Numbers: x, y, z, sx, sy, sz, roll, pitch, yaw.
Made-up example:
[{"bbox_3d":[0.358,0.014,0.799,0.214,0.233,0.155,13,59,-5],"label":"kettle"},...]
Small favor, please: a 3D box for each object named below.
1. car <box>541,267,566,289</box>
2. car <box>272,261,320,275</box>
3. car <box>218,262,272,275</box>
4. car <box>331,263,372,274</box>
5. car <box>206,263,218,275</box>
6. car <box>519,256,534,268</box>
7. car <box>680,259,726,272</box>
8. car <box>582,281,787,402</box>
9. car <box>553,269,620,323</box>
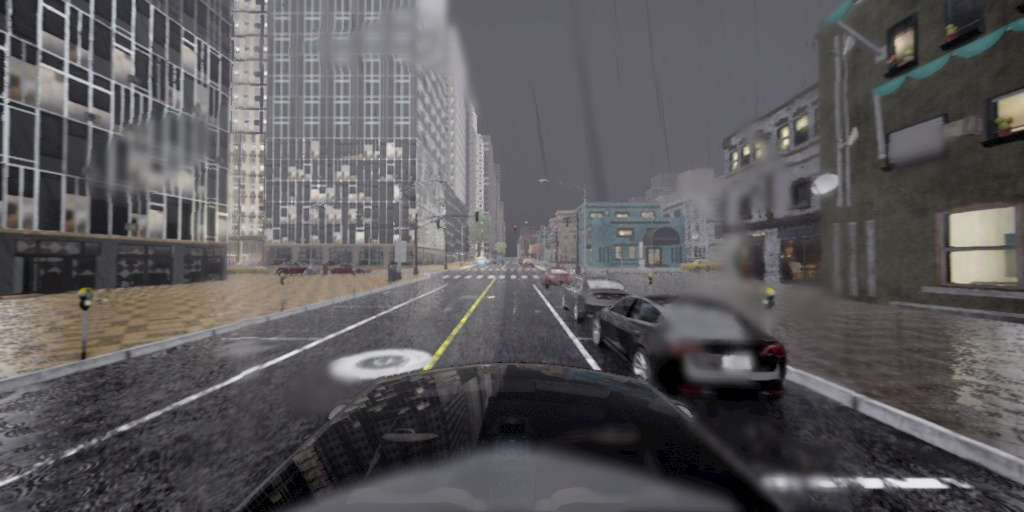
[{"bbox_3d":[2.814,1.330,22.798,1.802,1.307,4.207,0,0,0],"label":"car"},{"bbox_3d":[-23.105,1.317,38.975,4.097,1.591,1.967,0,0,1],"label":"car"},{"bbox_3d":[-28.618,1.457,39.028,4.829,1.417,1.751,0,0,1],"label":"car"},{"bbox_3d":[-17.421,1.405,38.921,4.207,1.307,1.802,0,0,1],"label":"car"},{"bbox_3d":[-33.201,1.516,41.775,4.902,1.511,2.128,0,-1,1],"label":"car"},{"bbox_3d":[2.688,1.175,60.761,1.967,1.591,4.097,0,0,0],"label":"car"},{"bbox_3d":[20.687,0.986,38.557,4.829,1.417,1.751,0,0,1],"label":"car"},{"bbox_3d":[2.691,1.316,6.368,1.948,1.339,4.313,0,0,0],"label":"car"},{"bbox_3d":[2.691,1.300,11.846,2.007,1.370,4.403,0,0,0],"label":"car"}]
